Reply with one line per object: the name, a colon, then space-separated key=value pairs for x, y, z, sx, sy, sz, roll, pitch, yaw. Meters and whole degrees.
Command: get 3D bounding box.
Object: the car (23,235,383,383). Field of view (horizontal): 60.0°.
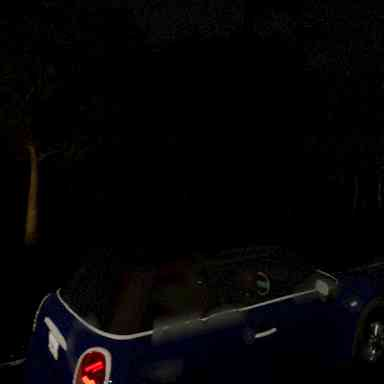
car: x=0.526 y=1.330 z=4.119 sx=4.553 sy=1.767 sz=2.097 roll=-1 pitch=0 yaw=-36
